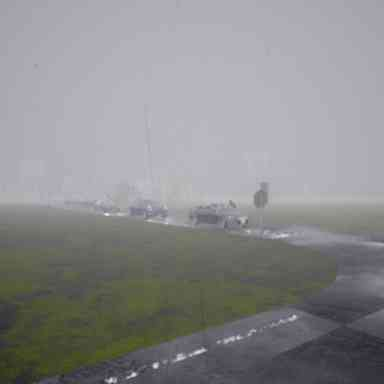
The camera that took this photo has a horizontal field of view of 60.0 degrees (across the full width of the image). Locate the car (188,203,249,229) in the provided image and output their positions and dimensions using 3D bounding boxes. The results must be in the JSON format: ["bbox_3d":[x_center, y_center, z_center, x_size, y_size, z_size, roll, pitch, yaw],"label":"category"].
[{"bbox_3d":[1.666,1.525,21.955,2.128,1.511,4.902,0,0,-35],"label":"car"}]

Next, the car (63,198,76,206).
[{"bbox_3d":[-22.060,1.728,60.946,2.033,1.411,5.357,0,0,-35],"label":"car"}]

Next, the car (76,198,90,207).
[{"bbox_3d":[-16.387,1.739,52.851,1.895,1.301,4.718,0,0,-35],"label":"car"}]

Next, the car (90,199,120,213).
[{"bbox_3d":[-9.887,1.618,38.453,1.812,1.442,4.674,0,0,-35],"label":"car"}]

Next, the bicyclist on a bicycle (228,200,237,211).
[{"bbox_3d":[3.516,1.496,29.719,1.656,1.620,0.582,0,0,-35],"label":"bicyclist on a bicycle"}]

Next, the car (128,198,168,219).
[{"bbox_3d":[-4.012,1.414,30.058,2.097,1.767,4.553,0,0,-35],"label":"car"}]
